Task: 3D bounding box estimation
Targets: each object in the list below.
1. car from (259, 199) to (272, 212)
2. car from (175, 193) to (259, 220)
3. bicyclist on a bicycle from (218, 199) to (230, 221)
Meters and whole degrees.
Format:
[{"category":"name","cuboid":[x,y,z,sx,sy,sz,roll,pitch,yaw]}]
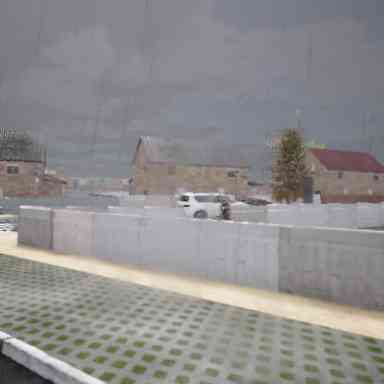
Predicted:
[{"category":"car","cuboid":[4.580,1.294,28.101,4.892,1.490,1.837,0,1,-24]},{"category":"car","cuboid":[1.575,1.084,23.551,5.566,2.045,2.150,0,1,-23]},{"category":"bicyclist on a bicycle","cuboid":[2.023,1.237,20.499,0.582,1.620,1.656,0,1,-24]}]
